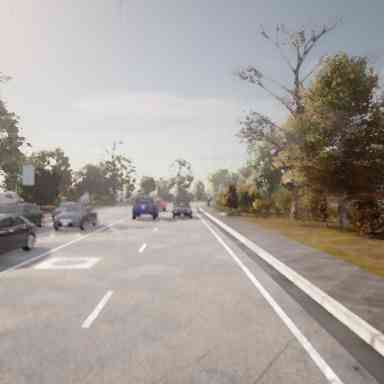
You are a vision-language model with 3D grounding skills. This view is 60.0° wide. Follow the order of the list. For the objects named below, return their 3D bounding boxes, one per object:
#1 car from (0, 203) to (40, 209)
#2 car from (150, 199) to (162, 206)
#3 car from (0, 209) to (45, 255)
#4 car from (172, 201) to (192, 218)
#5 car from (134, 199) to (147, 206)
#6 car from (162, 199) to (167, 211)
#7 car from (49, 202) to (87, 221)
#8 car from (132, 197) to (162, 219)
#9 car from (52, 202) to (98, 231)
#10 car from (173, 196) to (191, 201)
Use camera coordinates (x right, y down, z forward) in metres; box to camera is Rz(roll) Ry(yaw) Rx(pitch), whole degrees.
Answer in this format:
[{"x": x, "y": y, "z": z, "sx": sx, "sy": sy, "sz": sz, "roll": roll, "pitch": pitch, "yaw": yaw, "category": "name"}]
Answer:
[{"x": -11.051, "y": 1.498, "z": 20.845, "sx": 2.097, "sy": 1.767, "sz": 4.553, "roll": 0, "pitch": 0, "yaw": -2, "category": "car"}, {"x": -7.717, "y": 2.249, "z": 72.437, "sx": 1.812, "sy": 1.442, "sz": 4.674, "roll": 0, "pitch": -1, "yaw": 4, "category": "car"}, {"x": -7.286, "y": 1.580, "z": 11.859, "sx": 1.837, "sy": 1.490, "sz": 4.892, "roll": 0, "pitch": 0, "yaw": -1, "category": "car"}, {"x": -0.965, "y": 1.841, "z": 32.552, "sx": 1.895, "sy": 1.301, "sz": 4.718, "roll": 0, "pitch": -1, "yaw": -2, "category": "car"}, {"x": -11.197, "y": 2.256, "z": 72.813, "sx": 1.812, "sy": 1.442, "sz": 4.674, "roll": 0, "pitch": -1, "yaw": 4, "category": "car"}, {"x": -4.815, "y": 1.777, "z": 47.841, "sx": 2.097, "sy": 1.767, "sz": 4.553, "roll": 0, "pitch": -1, "yaw": -1, "category": "car"}, {"x": -11.418, "y": 1.746, "z": 31.049, "sx": 1.837, "sy": 1.490, "sz": 4.892, "roll": 0, "pitch": -1, "yaw": -2, "category": "car"}, {"x": -4.330, "y": 1.456, "z": 31.501, "sx": 2.150, "sy": 2.045, "sz": 5.566, "roll": 0, "pitch": -1, "yaw": -2, "category": "car"}, {"x": -7.595, "y": 1.643, "z": 22.145, "sx": 2.128, "sy": 1.511, "sz": 4.902, "roll": 0, "pitch": 0, "yaw": -2, "category": "car"}, {"x": -1.338, "y": 1.609, "z": 44.861, "sx": 2.150, "sy": 2.045, "sz": 5.566, "roll": 0, "pitch": 0, "yaw": -1, "category": "car"}]
